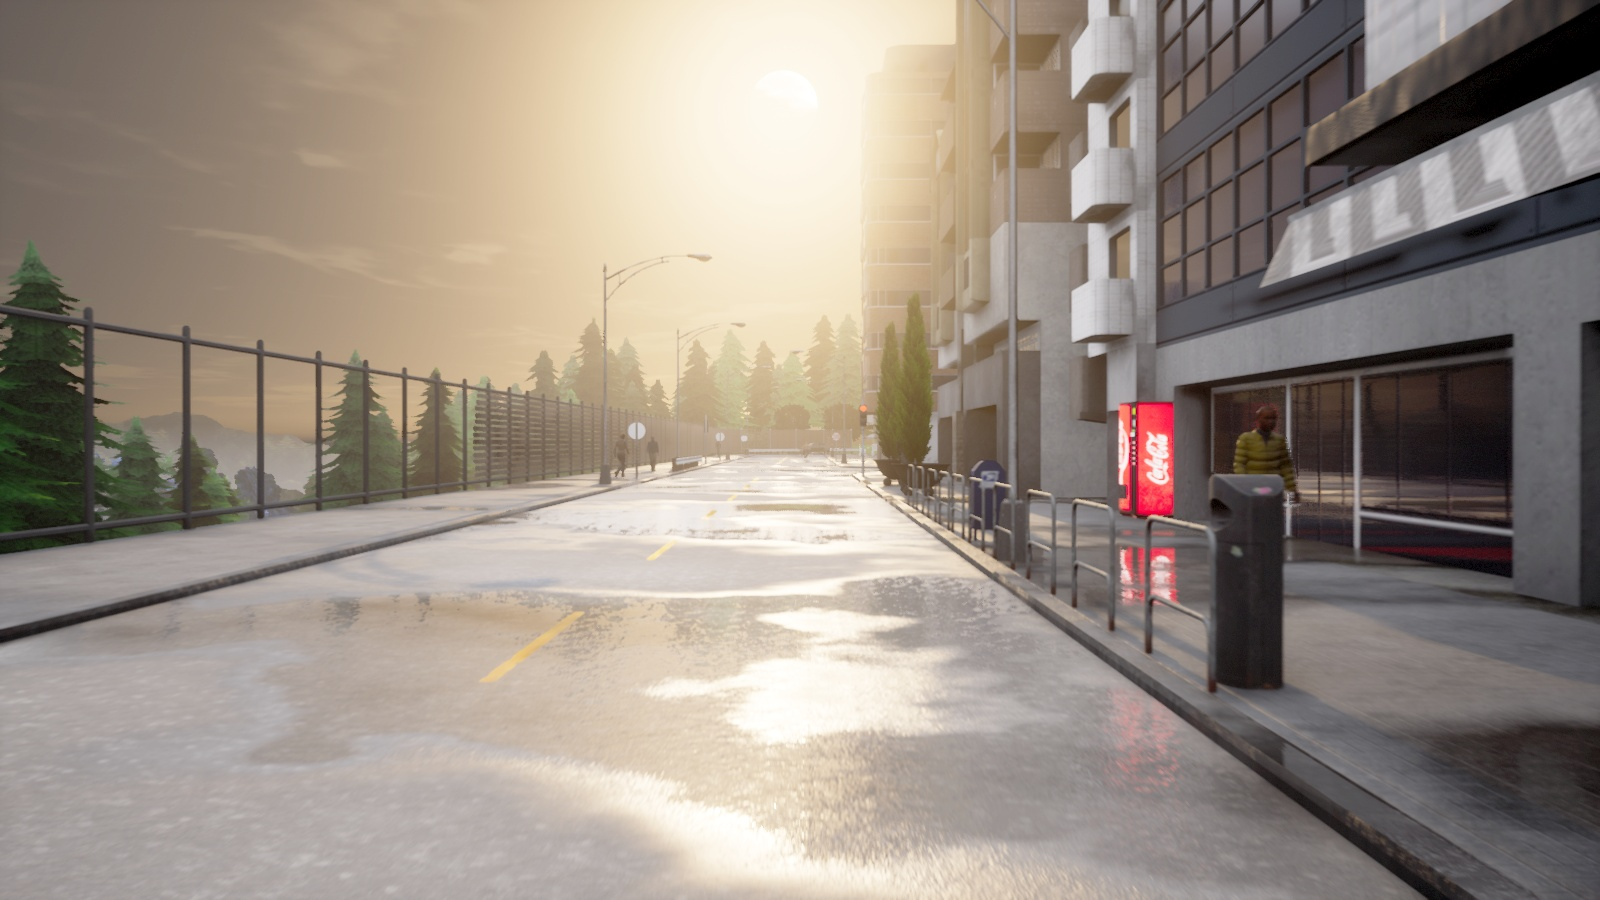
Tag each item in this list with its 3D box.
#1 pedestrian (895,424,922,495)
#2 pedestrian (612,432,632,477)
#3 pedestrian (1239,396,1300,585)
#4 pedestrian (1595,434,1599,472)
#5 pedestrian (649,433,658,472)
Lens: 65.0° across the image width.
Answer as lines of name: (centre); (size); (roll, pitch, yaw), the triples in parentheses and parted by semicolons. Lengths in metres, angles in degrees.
pedestrian: (2.991, 0.256, 34.636); (0.402, 1.930, 0.666); (0, 0, -38)
pedestrian: (-7.118, 0.168, 50.184); (0.328, 1.805, 0.869); (0, 0, 29)
pedestrian: (4.676, 0.390, 12.533); (0.370, 1.835, 0.726); (0, 0, 3)
pedestrian: (38.369, 0.147, 59.965); (0.594, 1.836, 0.345); (0, 0, 0)
pedestrian: (-7.065, 0.110, 60.439); (0.402, 1.842, 0.726); (0, 0, -9)
